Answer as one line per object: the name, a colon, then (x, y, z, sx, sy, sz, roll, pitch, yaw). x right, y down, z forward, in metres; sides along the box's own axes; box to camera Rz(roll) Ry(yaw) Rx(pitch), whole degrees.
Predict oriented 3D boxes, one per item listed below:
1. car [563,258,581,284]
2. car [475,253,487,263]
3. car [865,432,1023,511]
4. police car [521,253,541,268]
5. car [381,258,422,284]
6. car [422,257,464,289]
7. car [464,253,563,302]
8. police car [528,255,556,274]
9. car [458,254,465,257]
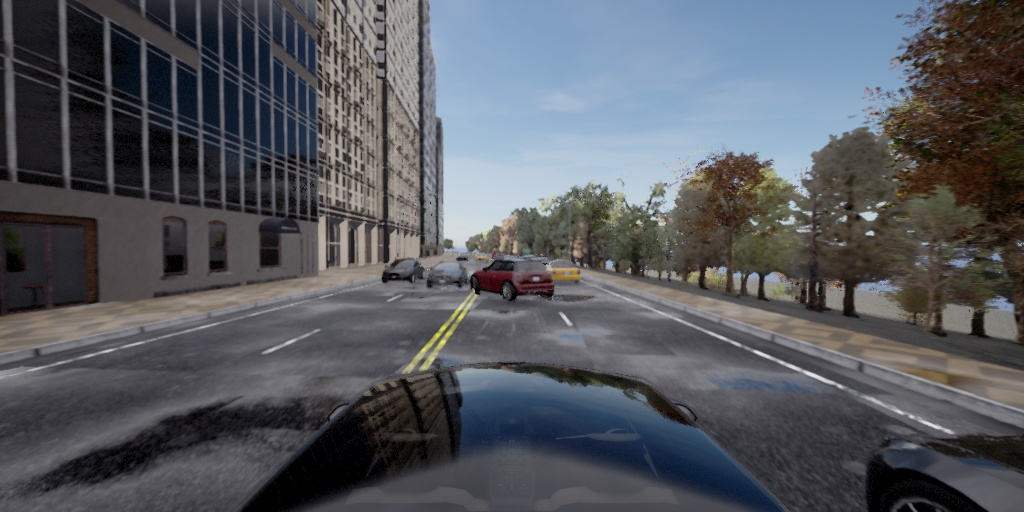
car: (3.015, 0.874, 22.580, 1.801, 1.575, 5.366, 0, 1, -1)
car: (-5.204, 0.266, 61.326, 1.882, 1.535, 5.008, 0, 1, -3)
car: (3.254, 1.274, 0.312, 2.163, 1.488, 4.792, 0, 1, 0)
police car: (2.264, 0.487, 44.597, 1.930, 1.638, 5.238, 0, 1, -3)
car: (-6.862, 0.921, 23.086, 1.837, 1.490, 4.892, 0, 1, -1)
car: (-3.551, 0.983, 20.371, 1.812, 1.442, 4.674, 0, 1, -1)
car: (-0.124, 0.878, 15.881, 2.097, 1.767, 4.553, 0, 1, -31)
police car: (2.708, 0.748, 33.442, 2.038, 1.542, 4.974, 0, 1, -2)
car: (-8.584, 0.357, 63.490, 1.895, 1.301, 4.718, 0, 1, -3)
